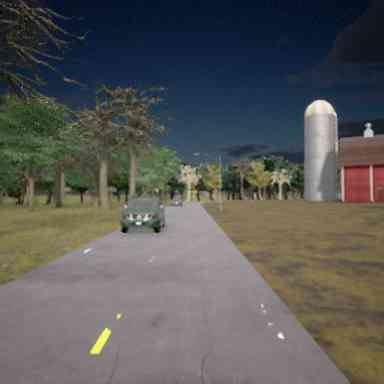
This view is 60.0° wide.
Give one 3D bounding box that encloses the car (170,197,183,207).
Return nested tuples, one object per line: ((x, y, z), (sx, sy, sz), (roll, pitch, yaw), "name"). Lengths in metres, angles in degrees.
((-2.794, 1.744, 60.306), (2.097, 1.767, 4.553), (0, -1, 1), "car")

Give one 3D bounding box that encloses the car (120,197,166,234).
((-2.851, 1.331, 20.487), (2.150, 2.045, 5.566), (0, 0, 0), "car")
